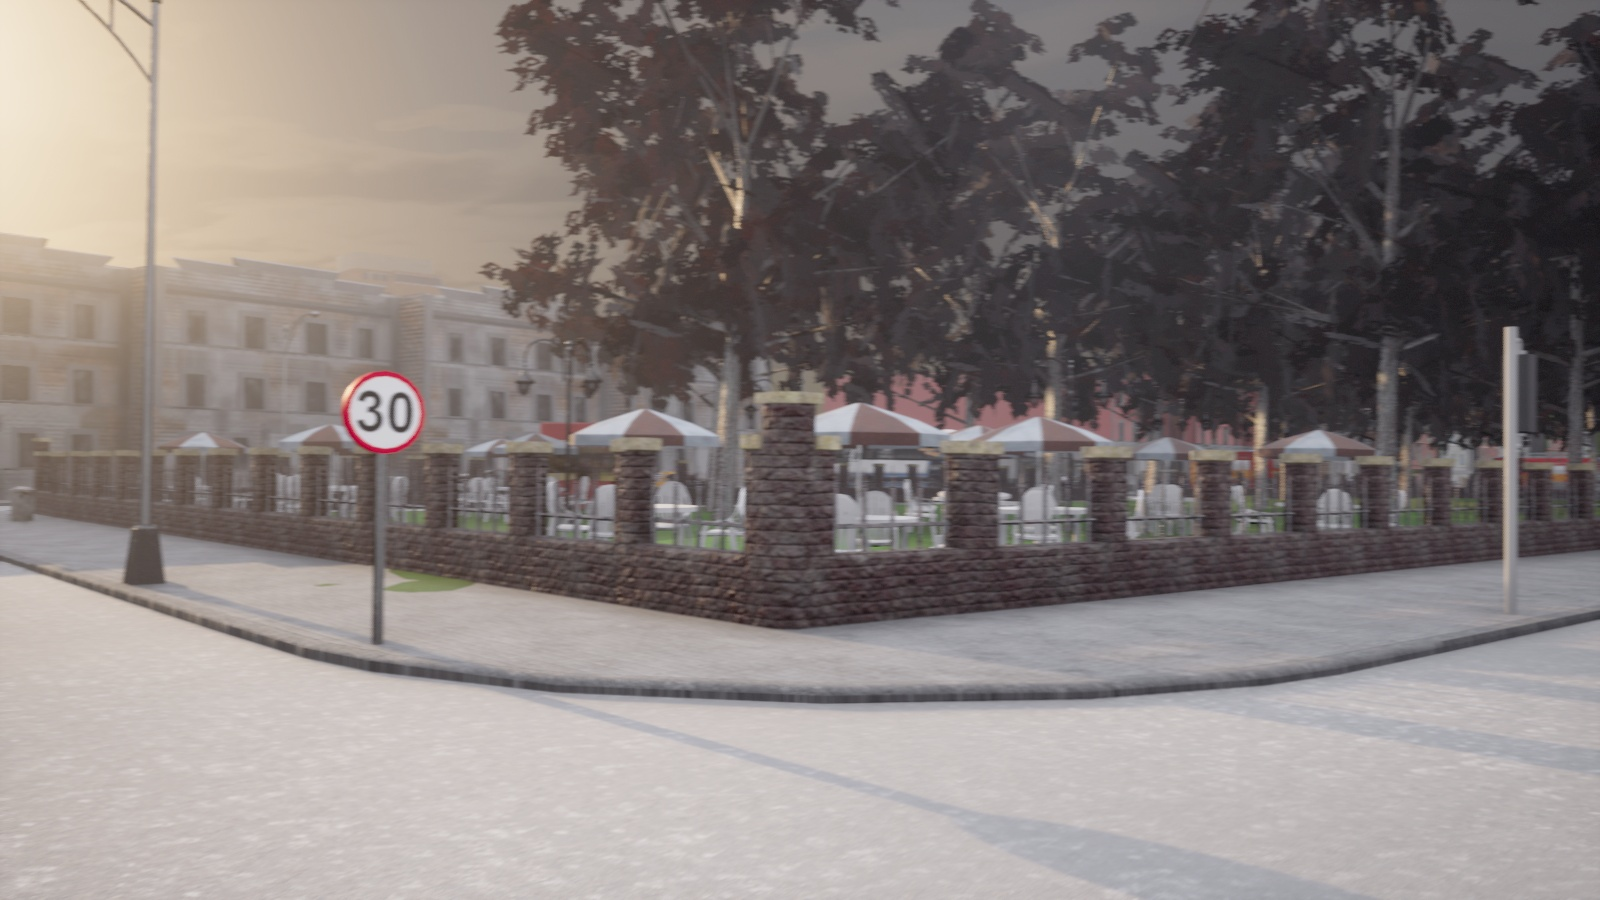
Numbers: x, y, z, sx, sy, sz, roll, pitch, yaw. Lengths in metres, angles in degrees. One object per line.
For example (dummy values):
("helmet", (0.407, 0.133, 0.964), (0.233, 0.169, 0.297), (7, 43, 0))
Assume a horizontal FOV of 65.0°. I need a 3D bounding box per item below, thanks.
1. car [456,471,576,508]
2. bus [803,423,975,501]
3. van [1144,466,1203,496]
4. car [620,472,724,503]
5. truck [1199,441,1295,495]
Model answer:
("car", (-11.965, 1.646, 53.062), (4.514, 1.525, 2.007), (1, -1, -41))
("bus", (5.317, 0.727, 73.504), (10.273, 4.253, 3.944), (1, -1, -41))
("van", (25.576, 2.129, 85.849), (4.442, 1.987, 1.775), (1, -1, -41))
("car", (-6.411, 1.869, 63.231), (5.008, 1.535, 1.882), (1, -1, -41))
("truck", (32.918, 1.344, 92.261), (8.468, 3.827, 2.891), (1, -1, -41))
